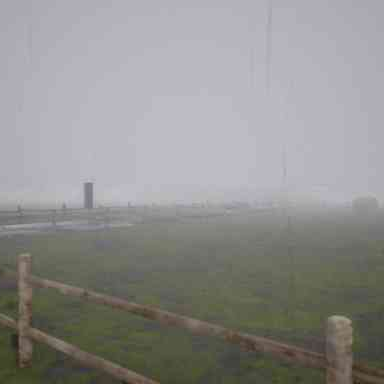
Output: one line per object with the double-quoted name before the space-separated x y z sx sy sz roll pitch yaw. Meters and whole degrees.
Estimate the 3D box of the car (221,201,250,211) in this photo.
"car" 6.201 1.939 46.633 2.033 1.411 5.357 0 -1 36
